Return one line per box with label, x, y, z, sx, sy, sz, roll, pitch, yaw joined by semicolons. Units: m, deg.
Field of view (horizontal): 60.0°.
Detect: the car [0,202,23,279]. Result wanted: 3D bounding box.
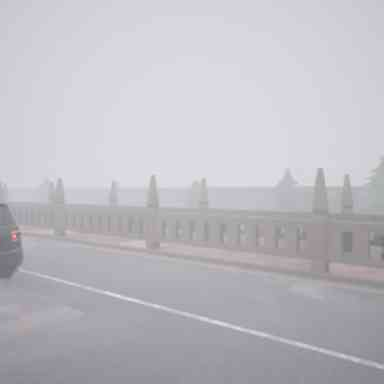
car;-6.685;1.205;8.761;5.566;2.045;2.150;0;0;36
